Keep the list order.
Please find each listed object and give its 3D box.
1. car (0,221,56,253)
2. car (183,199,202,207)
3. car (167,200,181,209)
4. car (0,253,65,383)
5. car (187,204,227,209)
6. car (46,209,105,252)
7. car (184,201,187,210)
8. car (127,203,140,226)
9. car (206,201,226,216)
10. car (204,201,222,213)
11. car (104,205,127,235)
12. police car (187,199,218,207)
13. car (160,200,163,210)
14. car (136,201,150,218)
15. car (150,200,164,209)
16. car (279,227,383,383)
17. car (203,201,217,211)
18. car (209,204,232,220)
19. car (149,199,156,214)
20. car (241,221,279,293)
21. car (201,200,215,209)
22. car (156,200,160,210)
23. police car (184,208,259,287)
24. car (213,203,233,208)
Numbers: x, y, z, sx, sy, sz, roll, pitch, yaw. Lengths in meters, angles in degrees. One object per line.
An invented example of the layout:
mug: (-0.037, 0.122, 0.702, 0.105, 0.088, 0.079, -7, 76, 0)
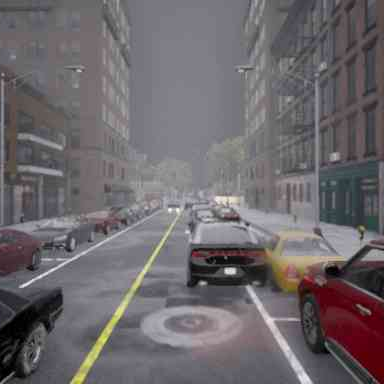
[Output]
car: (-5.402, 1.644, 8.668, 1.802, 1.307, 4.206, 0, 0, 0)
car: (0.190, 2.014, 60.952, 1.994, 1.385, 4.181, 0, -1, 23)
car: (-2.879, 1.961, 54.011, 1.994, 1.385, 4.181, 0, -1, 1)
car: (-2.853, 1.621, 2.804, 1.895, 1.301, 4.718, 0, 0, 0)
car: (0.791, 1.663, 19.535, 1.812, 1.442, 4.674, 0, 0, 0)
car: (-5.412, 1.651, 14.188, 2.008, 1.369, 4.403, 0, 0, 0)
car: (-0.063, 1.829, 48.198, 1.882, 1.535, 5.008, 0, -1, 0)
car: (-5.432, 1.744, 25.225, 1.947, 1.339, 4.313, 0, 0, 0)
car: (2.572, 1.785, 36.450, 1.752, 1.417, 4.829, 0, 0, 0)
car: (2.562, 1.846, 41.798, 1.887, 1.381, 4.507, 0, 0, 0)
car: (-5.422, 1.683, 19.706, 1.887, 1.381, 4.507, 0, 0, 0)
police car: (0.779, 1.605, 25.645, 1.930, 1.638, 5.238, 0, 0, 0)
car: (-5.473, 1.784, 47.300, 1.967, 1.590, 4.097, 0, 0, 0)
car: (-5.442, 1.768, 30.743, 2.008, 1.369, 4.403, 0, 0, 0)
car: (-5.483, 1.969, 52.818, 1.802, 1.307, 4.206, 0, 0, 0)
car: (2.633, 1.338, 3.173, 2.192, 1.841, 5.009, 0, 0, 0)
car: (2.552, 1.926, 47.315, 1.802, 1.307, 4.206, 0, 0, 0)
car: (2.582, 1.799, 30.761, 1.802, 1.307, 4.206, 0, 0, 0)
car: (-5.453, 1.699, 36.262, 1.967, 1.590, 4.097, 0, 0, 0)
car: (2.619, 1.588, 8.857, 1.752, 1.417, 4.829, 0, 0, 0)
car: (2.542, 1.952, 52.834, 1.947, 1.339, 4.313, 0, 0, 0)
car: (-5.463, 1.826, 41.610, 1.752, 1.417, 4.829, 0, 0, 0)
police car: (0.809, 1.493, 9.645, 1.930, 1.638, 5.238, 0, 0, 0)
car: (2.593, 1.759, 25.243, 1.802, 1.307, 4.206, 0, 0, 0)
